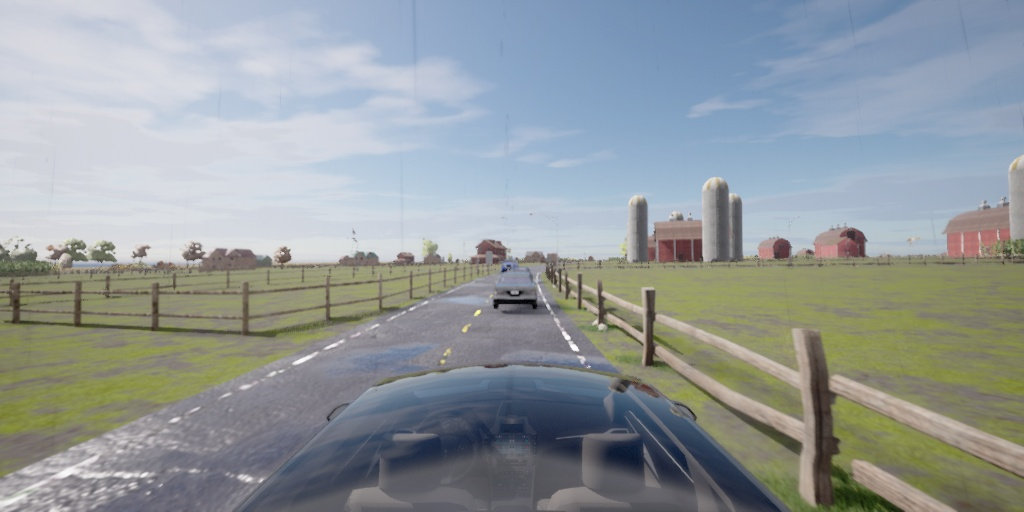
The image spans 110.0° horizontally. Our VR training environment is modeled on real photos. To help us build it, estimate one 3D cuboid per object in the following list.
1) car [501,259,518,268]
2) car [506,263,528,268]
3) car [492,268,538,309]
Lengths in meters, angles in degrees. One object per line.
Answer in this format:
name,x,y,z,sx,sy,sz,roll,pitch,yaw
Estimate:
car,-0.238,1.413,52.944,2.150,2.045,5.566,0,-1,6
car,0.805,1.581,31.023,1.994,1.385,4.181,0,0,3
car,0.164,1.426,15.786,2.033,1.411,5.357,0,0,2
